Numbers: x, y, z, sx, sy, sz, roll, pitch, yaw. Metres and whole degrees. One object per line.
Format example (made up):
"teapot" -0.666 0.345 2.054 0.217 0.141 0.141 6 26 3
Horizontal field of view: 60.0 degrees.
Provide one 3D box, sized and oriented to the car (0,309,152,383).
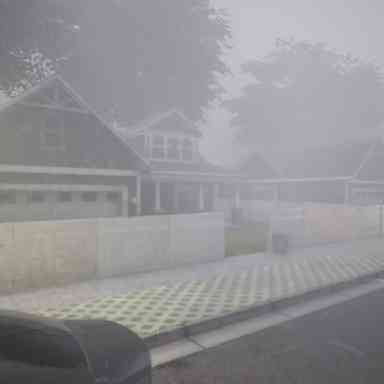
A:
"car" -2.407 1.505 1.350 4.892 1.490 1.837 0 0 -36
